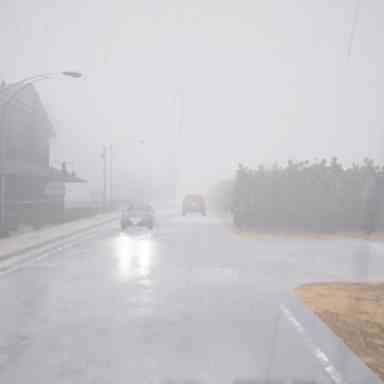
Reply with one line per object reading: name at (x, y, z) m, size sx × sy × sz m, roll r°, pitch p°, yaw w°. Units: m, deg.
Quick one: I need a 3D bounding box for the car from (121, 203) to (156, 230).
car at (-3.385, 1.494, 21.391) m, size 2.128 × 1.511 × 4.902 m, roll 0°, pitch 0°, yaw -4°

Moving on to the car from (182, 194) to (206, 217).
car at (0.197, 1.225, 31.912) m, size 2.150 × 2.045 × 5.566 m, roll 0°, pitch 0°, yaw 1°
